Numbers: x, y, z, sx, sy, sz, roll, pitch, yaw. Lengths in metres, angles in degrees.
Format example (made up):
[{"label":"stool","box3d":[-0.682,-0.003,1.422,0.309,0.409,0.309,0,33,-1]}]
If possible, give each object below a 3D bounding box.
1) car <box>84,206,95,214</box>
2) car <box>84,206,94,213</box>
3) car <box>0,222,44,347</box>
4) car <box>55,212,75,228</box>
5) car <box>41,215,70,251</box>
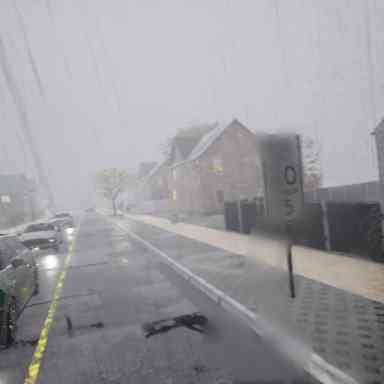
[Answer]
[{"label":"car","box3d":[-21.563,3.702,69.920,1.994,1.385,4.181,-5,-1,-18]},{"label":"car","box3d":[-24.592,4.133,79.485,2.033,1.411,5.357,-5,-1,-18]},{"label":"car","box3d":[-4.448,1.766,6.621,2.097,1.767,4.553,-5,0,-18]},{"label":"car","box3d":[-12.633,2.754,32.544,1.812,1.442,4.674,-5,0,-17]},{"label":"car","box3d":[-7.978,2.303,17.783,2.033,1.411,5.357,-5,0,-18]}]
